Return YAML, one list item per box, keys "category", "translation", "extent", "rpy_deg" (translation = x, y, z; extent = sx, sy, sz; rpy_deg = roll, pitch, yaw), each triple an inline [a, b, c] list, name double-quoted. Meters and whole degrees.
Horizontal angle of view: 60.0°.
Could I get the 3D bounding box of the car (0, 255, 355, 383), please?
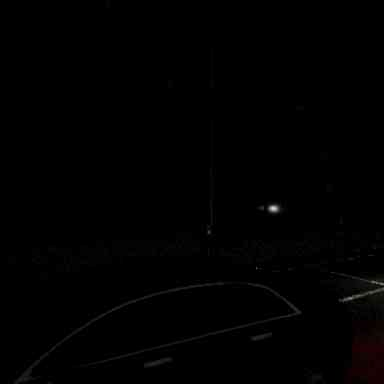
- category: "car"
  translation: [-0.581, 1.505, 3.335]
  extent: [4.892, 1.490, 1.837]
  rpy_deg: [0, 0, -25]
